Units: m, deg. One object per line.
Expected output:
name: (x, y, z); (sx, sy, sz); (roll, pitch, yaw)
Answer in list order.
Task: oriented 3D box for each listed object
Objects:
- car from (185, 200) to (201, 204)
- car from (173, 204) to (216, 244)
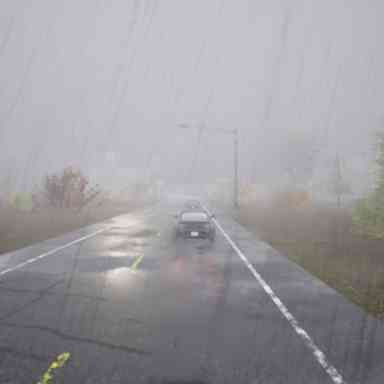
car: (0.100, 1.511, 34.121); (2.033, 1.411, 5.357); (0, 0, 0)
car: (0.114, 1.517, 15.738); (1.812, 1.442, 4.674); (0, 0, 0)
